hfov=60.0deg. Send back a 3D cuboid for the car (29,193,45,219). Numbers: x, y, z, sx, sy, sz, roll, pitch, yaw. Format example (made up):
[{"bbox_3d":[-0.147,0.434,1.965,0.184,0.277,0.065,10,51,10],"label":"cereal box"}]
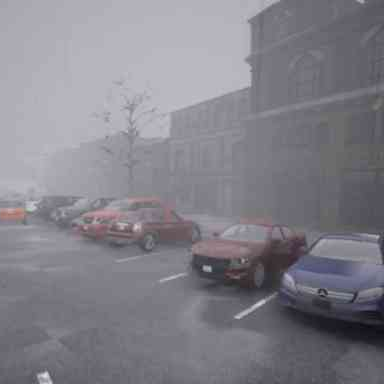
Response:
[{"bbox_3d":[-9.874,1.354,27.392,2.435,2.045,5.566,0,-1,36],"label":"car"}]

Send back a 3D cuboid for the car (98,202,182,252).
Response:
[{"bbox_3d":[-1.526,1.485,14.868,2.185,1.767,4.553,0,-1,36],"label":"car"}]

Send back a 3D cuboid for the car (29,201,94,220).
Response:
[{"bbox_3d":[-11.567,1.604,29.856,2.097,1.535,5.008,1,-1,36],"label":"car"}]

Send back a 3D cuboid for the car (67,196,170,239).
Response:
[{"bbox_3d":[-3.185,1.358,17.363,2.435,2.045,5.566,1,-1,36],"label":"car"}]

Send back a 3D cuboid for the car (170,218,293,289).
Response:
[{"bbox_3d":[1.844,1.614,9.882,2.097,1.535,5.008,1,-1,36],"label":"car"}]

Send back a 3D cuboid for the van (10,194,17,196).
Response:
[{"bbox_3d":[-20.040,1.368,42.234,1.878,1.987,4.442,1,-1,36],"label":"van"}]

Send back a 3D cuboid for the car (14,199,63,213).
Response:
[{"bbox_3d":[-18.277,1.629,39.858,2.163,1.488,4.792,0,-1,36],"label":"car"}]

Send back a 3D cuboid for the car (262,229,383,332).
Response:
[{"bbox_3d":[3.520,1.651,7.363,2.002,1.452,4.674,1,-1,36],"label":"car"}]

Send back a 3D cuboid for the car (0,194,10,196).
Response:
[{"bbox_3d":[-26.837,1.461,52.255,2.185,1.767,4.553,0,-1,35],"label":"car"}]

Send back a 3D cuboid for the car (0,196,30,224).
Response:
[{"bbox_3d":[-13.649,1.400,24.585,2.097,1.767,4.553,1,-1,-34],"label":"car"}]

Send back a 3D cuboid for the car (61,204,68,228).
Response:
[{"bbox_3d":[-4.872,1.637,19.856,2.163,1.488,4.792,1,-1,36],"label":"car"}]

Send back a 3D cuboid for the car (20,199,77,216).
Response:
[{"bbox_3d":[-14.924,1.601,34.842,2.097,1.535,5.008,1,-1,36],"label":"car"}]

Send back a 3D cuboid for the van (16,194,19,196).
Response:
[{"bbox_3d":[-16.666,1.371,37.242,1.878,1.987,4.442,1,-1,36],"label":"van"}]

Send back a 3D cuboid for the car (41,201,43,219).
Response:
[{"bbox_3d":[-8.229,1.635,24.843,2.163,1.488,4.792,1,-1,36],"label":"car"}]

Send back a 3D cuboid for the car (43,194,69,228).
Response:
[{"bbox_3d":[-6.541,1.355,22.354,2.435,2.045,5.566,1,-1,36],"label":"car"}]

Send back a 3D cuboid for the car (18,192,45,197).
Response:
[{"bbox_3d":[-13.230,1.352,32.377,2.435,2.045,5.566,0,-1,36],"label":"car"}]
